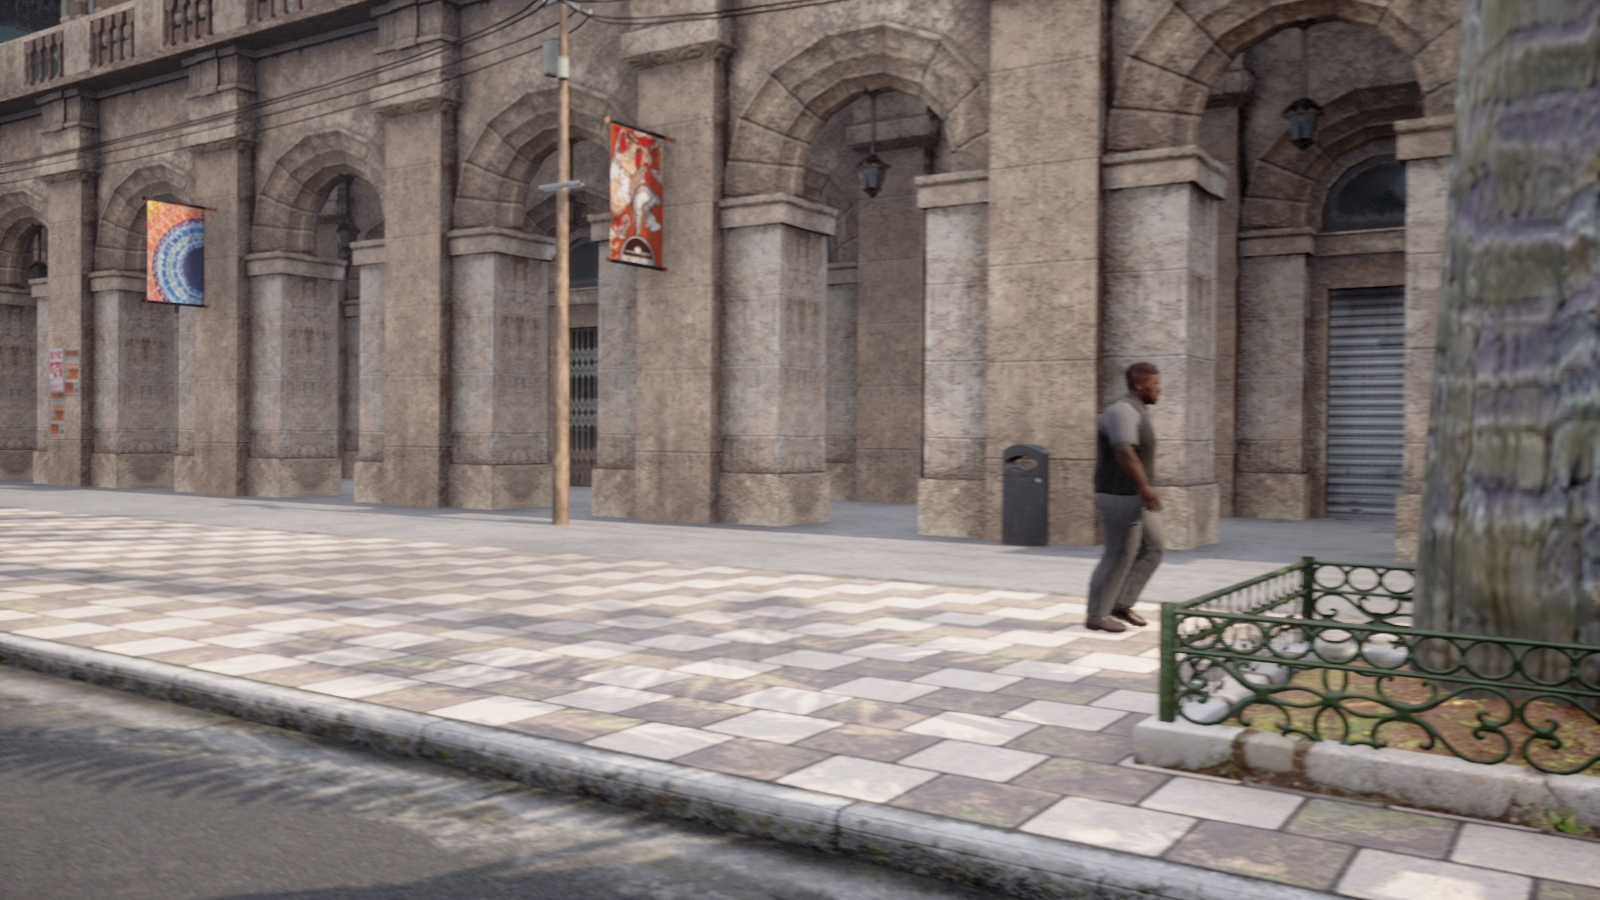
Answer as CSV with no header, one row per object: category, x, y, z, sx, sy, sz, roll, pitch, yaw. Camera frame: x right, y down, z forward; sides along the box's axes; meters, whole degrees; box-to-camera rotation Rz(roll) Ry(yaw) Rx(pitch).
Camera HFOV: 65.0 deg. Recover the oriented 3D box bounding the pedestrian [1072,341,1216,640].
pedestrian,2.287,0.254,8.322,0.849,1.883,0.563,0,1,22
